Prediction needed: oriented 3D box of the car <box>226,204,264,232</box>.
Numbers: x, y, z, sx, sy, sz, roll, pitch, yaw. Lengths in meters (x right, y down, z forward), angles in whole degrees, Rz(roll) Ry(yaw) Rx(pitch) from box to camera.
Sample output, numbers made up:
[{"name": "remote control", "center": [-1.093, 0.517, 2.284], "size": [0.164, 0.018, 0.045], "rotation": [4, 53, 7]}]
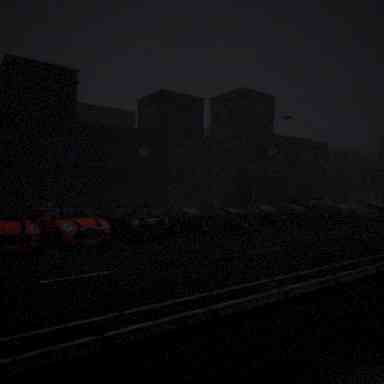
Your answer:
[{"name": "car", "center": [1.497, 1.513, 19.638], "size": [2.231, 1.521, 4.892], "rotation": [0, 0, -36]}]

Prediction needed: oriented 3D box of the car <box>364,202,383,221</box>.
[{"name": "car", "center": [12.602, 1.570, 27.809], "size": [1.946, 1.575, 5.366], "rotation": [0, 0, -36]}]

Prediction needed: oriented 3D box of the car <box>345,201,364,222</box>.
[{"name": "car", "center": [10.467, 1.599, 26.052], "size": [2.002, 1.452, 4.674], "rotation": [0, 0, -36]}]

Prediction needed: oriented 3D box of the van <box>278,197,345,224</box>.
[{"name": "van", "center": [8.392, 1.320, 24.428], "size": [1.878, 1.987, 4.442], "rotation": [0, 0, -36]}]

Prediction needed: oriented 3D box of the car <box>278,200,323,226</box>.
[{"name": "car", "center": [5.982, 1.534, 22.843], "size": [2.231, 1.521, 4.892], "rotation": [0, 0, -36]}]

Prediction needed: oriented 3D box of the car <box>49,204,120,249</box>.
[{"name": "car", "center": [-5.255, 1.363, 14.859], "size": [2.185, 1.767, 4.553], "rotation": [0, 0, -36]}]

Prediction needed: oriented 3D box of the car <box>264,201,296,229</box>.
[{"name": "car", "center": [3.740, 1.524, 21.241], "size": [2.231, 1.521, 4.892], "rotation": [0, 0, -36]}]

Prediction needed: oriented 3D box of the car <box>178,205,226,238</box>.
[{"name": "car", "center": [-0.747, 1.505, 18.035], "size": [2.231, 1.521, 4.892], "rotation": [0, 0, -36]}]

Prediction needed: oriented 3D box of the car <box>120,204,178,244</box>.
[{"name": "car", "center": [-2.974, 1.370, 16.412], "size": [2.185, 1.767, 4.553], "rotation": [0, 0, -36]}]

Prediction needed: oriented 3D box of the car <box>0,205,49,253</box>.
[{"name": "car", "center": [-7.497, 1.357, 13.257], "size": [2.185, 1.767, 4.553], "rotation": [0, 0, -36]}]
